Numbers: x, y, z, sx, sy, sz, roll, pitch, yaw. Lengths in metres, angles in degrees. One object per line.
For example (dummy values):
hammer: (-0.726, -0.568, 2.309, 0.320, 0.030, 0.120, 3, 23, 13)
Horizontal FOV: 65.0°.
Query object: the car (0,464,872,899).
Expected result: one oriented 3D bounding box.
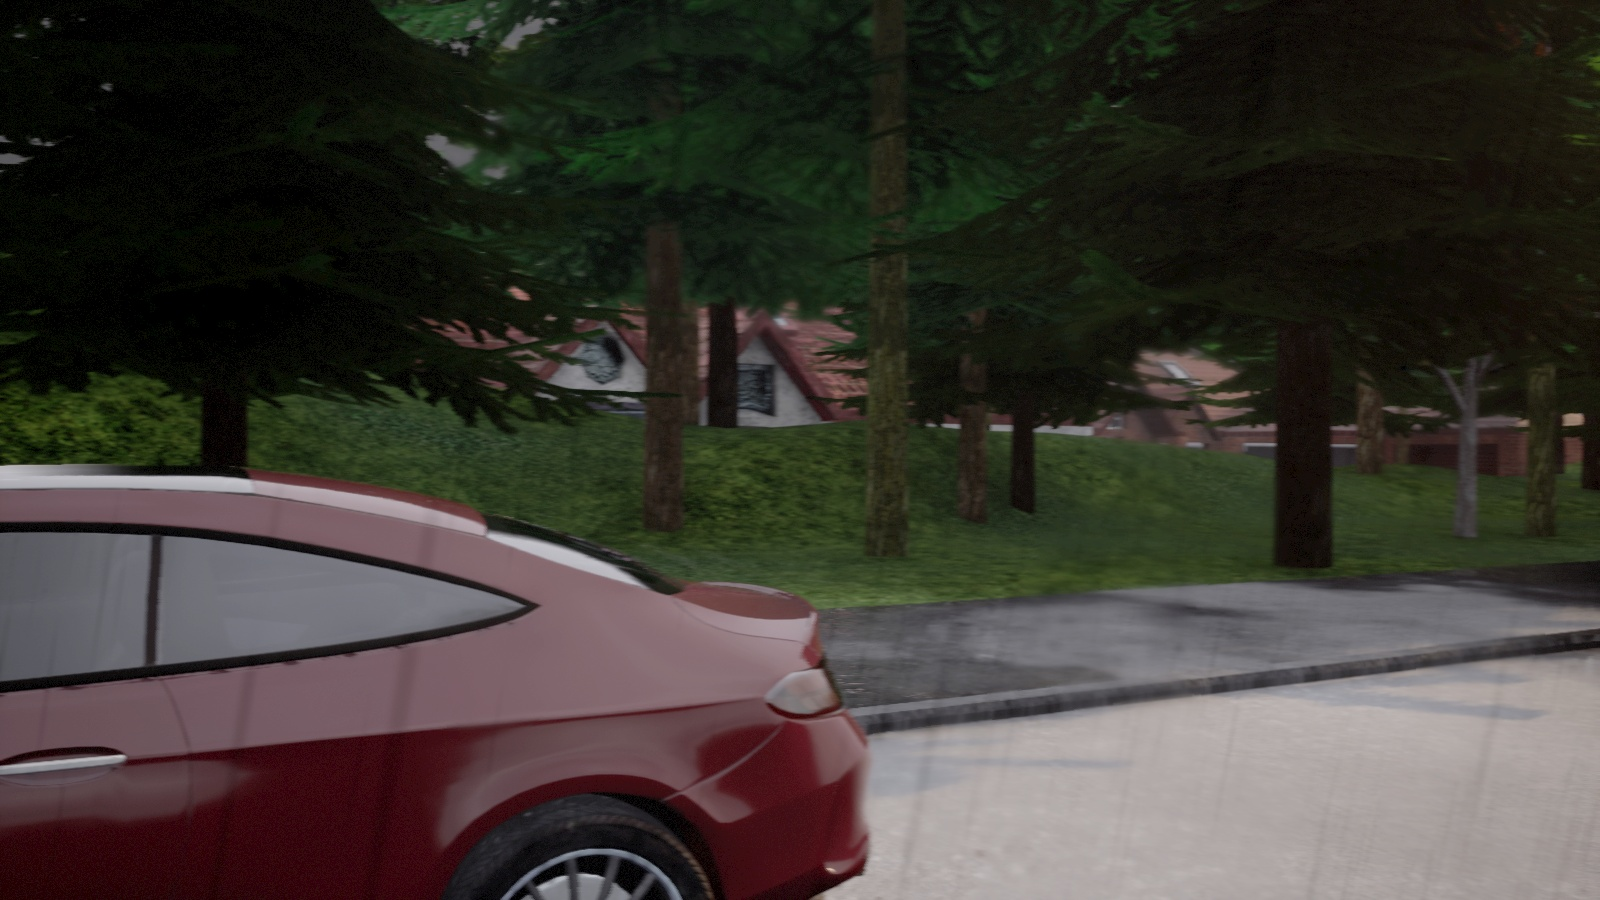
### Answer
car: (-2.304, 0.771, 2.824, 4.674, 1.442, 1.812, 0, 0, -29)
